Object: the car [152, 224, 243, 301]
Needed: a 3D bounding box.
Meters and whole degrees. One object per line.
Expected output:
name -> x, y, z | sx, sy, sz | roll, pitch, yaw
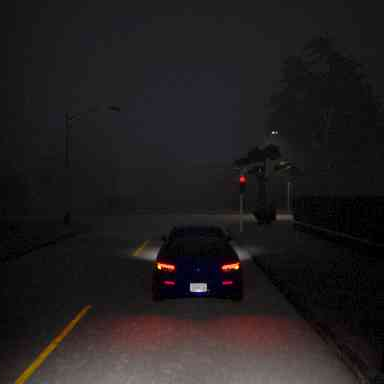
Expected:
car -> 0.122, 1.526, 8.192 | 1.812, 1.442, 4.674 | 0, 0, 0
